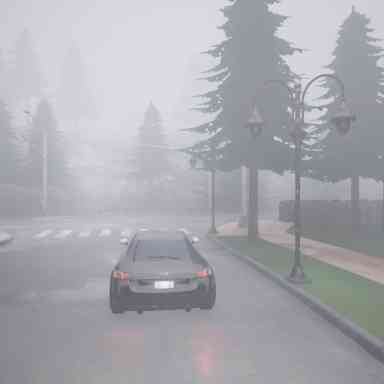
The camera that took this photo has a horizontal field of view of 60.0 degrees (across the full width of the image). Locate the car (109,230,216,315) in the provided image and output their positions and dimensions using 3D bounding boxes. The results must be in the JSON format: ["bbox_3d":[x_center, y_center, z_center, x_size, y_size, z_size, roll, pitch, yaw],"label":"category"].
[{"bbox_3d":[-0.725,1.564,7.709,1.994,1.385,4.181,0,0,-7],"label":"car"}]
